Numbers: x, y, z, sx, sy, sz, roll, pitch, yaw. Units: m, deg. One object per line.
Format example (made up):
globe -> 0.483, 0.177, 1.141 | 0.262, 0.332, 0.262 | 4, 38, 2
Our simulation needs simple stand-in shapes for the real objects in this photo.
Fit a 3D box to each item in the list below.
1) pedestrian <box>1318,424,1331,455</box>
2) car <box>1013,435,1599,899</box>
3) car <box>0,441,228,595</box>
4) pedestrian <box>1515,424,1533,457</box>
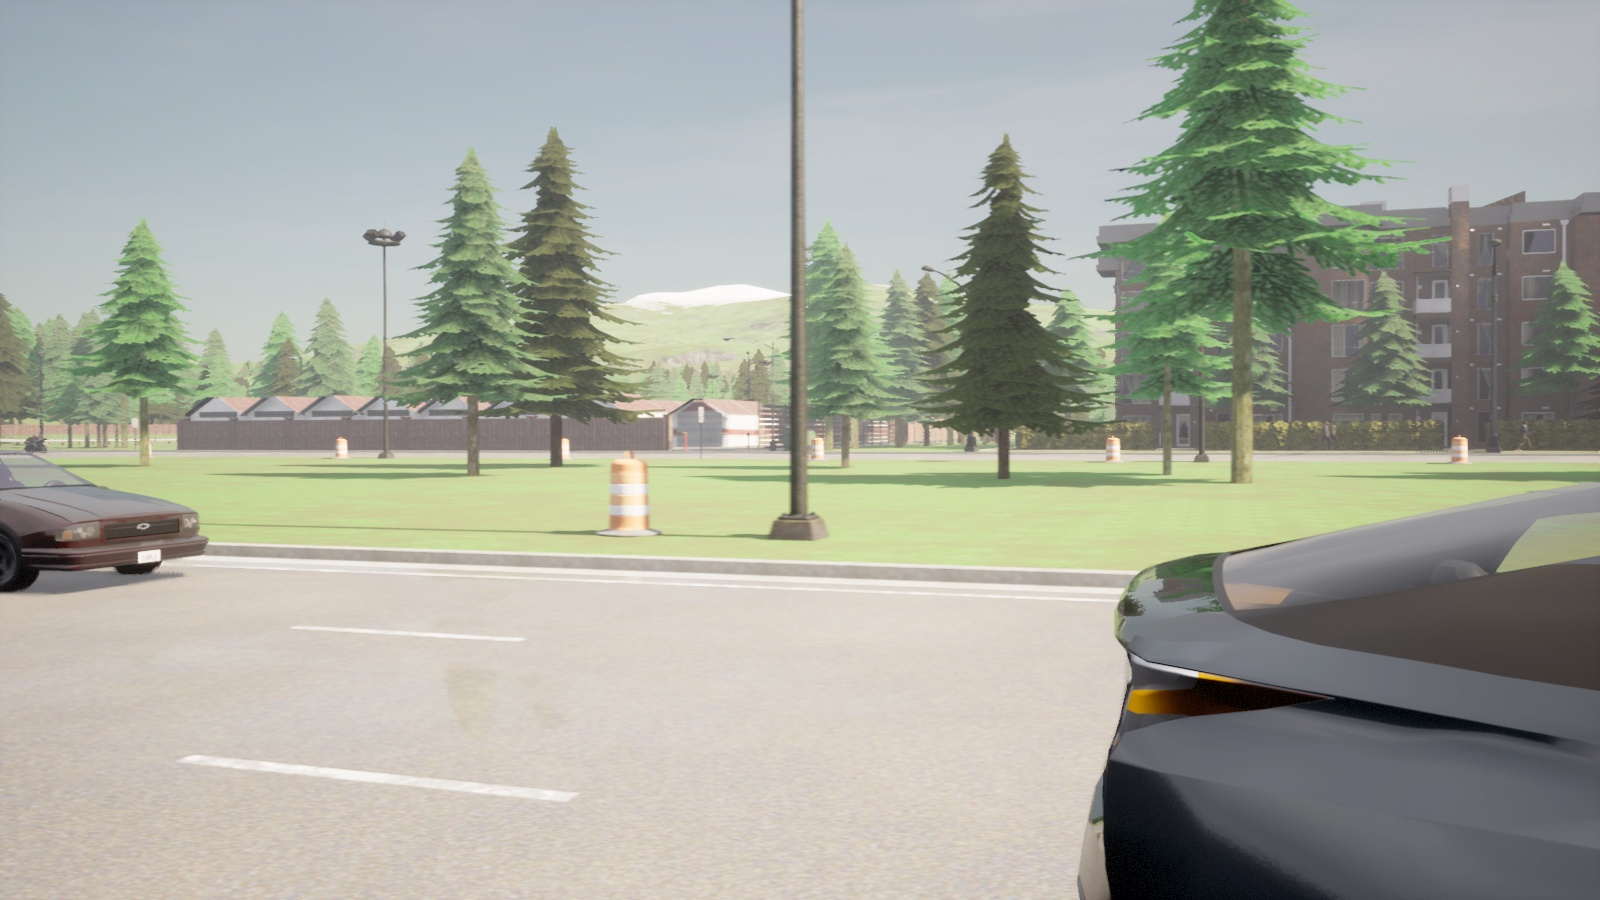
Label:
pedestrian -> 31.893, -0.647, 76.353 | 0.694, 1.848, 0.540 | 1, 1, 18
car -> 2.802, 0.748, 2.250 | 4.514, 1.525, 2.007 | 1, 1, 19
car -> -9.139, 0.621, 13.654 | 5.357, 1.411, 2.033 | 1, 1, 19
pedestrian -> 42.045, -0.554, 72.926 | 0.788, 1.949, 0.423 | 1, 1, 20
